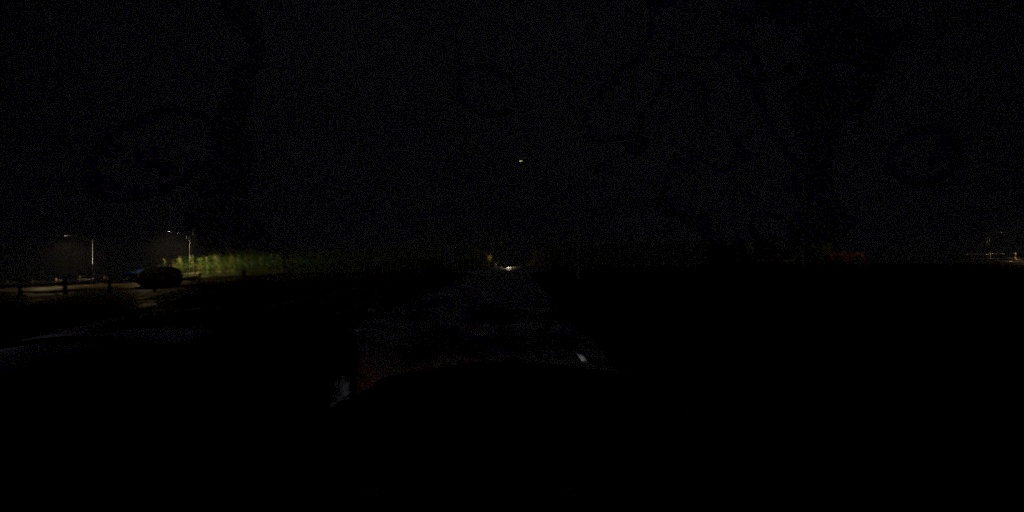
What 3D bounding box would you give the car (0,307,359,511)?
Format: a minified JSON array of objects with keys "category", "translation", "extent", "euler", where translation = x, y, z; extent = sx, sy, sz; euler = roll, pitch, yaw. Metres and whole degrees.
[{"category":"car","translation":[-2.852,1.255,2.684],"extent":[1.837,1.490,4.892],"euler":[0,0,0]}]
